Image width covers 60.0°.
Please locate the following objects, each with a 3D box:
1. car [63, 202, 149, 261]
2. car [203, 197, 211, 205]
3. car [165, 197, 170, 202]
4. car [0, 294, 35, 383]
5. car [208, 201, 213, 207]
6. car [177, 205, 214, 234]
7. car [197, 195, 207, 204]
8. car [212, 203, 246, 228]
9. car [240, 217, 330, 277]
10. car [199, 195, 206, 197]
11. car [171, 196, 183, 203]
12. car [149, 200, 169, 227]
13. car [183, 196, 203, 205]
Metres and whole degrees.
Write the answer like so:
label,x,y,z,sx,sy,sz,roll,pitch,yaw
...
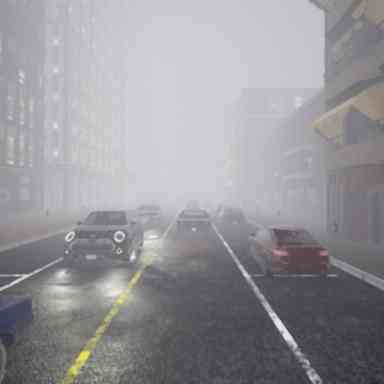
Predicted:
label,x,y,z,sx,sy,sz,roll,pitch,yaw
car,-3.091,1.420,12.465,2.097,1.767,4.553,0,0,0
car,2.709,1.901,56.922,1.802,1.307,4.206,0,0,0
car,-5.670,1.894,62.573,1.887,1.381,4.507,0,0,0
car,-3.100,1.615,2.361,1.895,1.301,4.718,0,0,0
car,2.701,1.709,28.679,2.008,1.369,4.403,0,0,0
car,0.105,1.711,19.958,1.895,1.301,4.718,0,0,0
car,2.419,1.688,80.259,2.150,2.045,5.566,0,0,0
car,2.698,1.679,23.031,2.008,1.369,4.403,0,0,0
car,2.745,1.640,10.114,1.802,1.307,4.206,0,0,0
car,2.711,1.793,62.571,1.967,1.590,4.097,0,0,0
car,-2.976,1.709,76.105,2.097,1.767,4.553,0,0,0
car,-3.082,1.622,24.219,2.128,1.511,4.902,0,0,0
car,0.101,1.726,45.004,1.882,1.535,5.008,0,0,0
